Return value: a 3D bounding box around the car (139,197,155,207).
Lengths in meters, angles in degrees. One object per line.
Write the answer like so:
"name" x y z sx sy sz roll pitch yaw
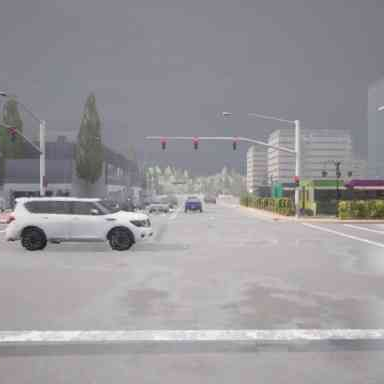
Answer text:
"car" -7.051 1.564 52.253 1.994 1.385 4.181 0 0 0

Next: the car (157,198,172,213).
"car" -3.573 1.601 36.747 1.895 1.301 4.718 0 0 0

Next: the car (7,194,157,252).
"car" -4.434 1.221 13.489 5.566 2.045 2.150 0 0 0

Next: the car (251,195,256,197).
"car" 17.833 1.153 86.775 4.605 1.855 1.932 0 0 -1

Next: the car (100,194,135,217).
"car" -7.089 1.221 32.408 2.150 2.045 5.566 0 0 1

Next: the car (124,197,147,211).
"car" -7.068 1.491 42.296 2.128 1.511 4.902 0 0 0

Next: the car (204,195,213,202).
"car" 3.555 1.397 73.893 1.812 1.442 4.674 0 0 0

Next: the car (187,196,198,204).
"car" 0.060 1.493 65.032 2.128 1.511 4.902 0 0 0

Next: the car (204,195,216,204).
"car" 3.547 1.491 63.618 2.128 1.511 4.902 0 0 0

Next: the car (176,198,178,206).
"car" -3.542 1.352 55.925 2.097 1.767 4.553 0 0 0

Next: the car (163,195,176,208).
"car" -3.564 1.505 46.061 1.837 1.490 4.892 0 0 0

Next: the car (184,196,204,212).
"car" 0.149 1.477 39.134 1.882 1.535 5.008 0 0 0
